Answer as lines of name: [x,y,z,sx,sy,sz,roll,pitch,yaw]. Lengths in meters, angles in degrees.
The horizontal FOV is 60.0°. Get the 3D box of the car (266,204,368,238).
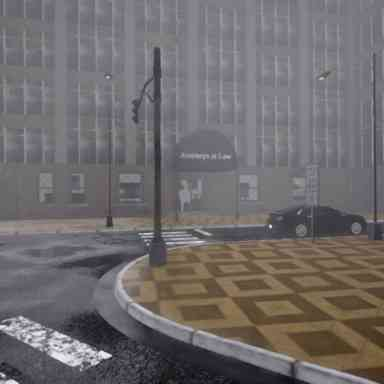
car: [5.987,1.321,15.970,4.892,1.490,1.837,0,0,-14]
